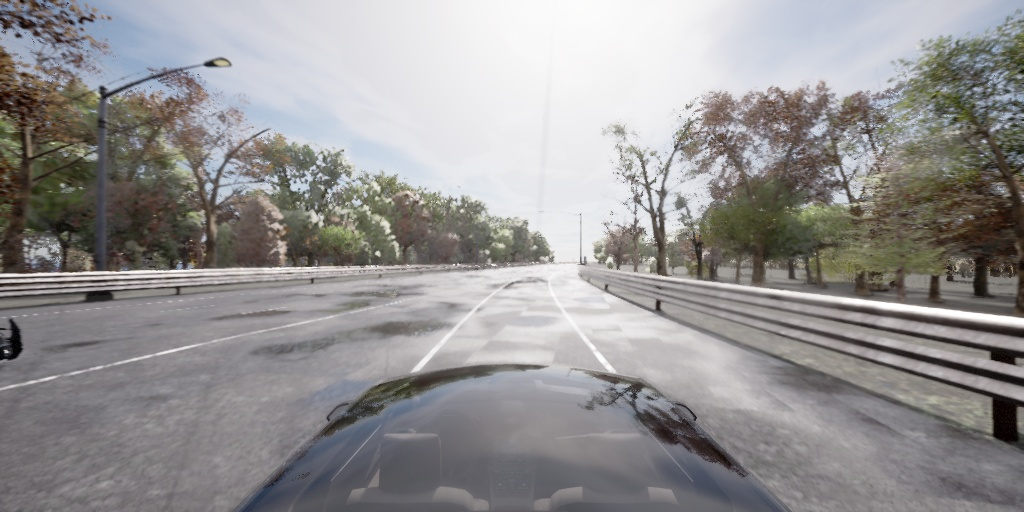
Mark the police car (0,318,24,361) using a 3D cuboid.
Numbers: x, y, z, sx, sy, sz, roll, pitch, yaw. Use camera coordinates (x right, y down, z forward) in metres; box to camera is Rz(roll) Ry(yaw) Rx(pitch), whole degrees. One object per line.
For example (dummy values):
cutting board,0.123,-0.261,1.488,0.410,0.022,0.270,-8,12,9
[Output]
police car,-9.760,1.224,4.107,2.038,1.542,4.974,1,0,11
